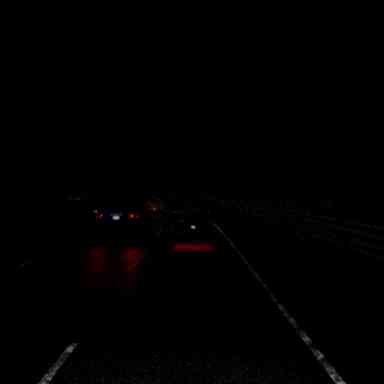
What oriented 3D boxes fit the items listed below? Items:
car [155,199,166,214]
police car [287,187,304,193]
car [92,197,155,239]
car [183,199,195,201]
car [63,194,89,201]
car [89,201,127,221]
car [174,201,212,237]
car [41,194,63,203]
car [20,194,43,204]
[{"bbox_3d":[-3.850,1.532,35.871,1.882,1.535,5.008,0,0,-1],"label":"car"},{"bbox_3d":[23.867,-0.285,77.239,1.930,1.638,5.238,0,-4,-14],"label":"police car"},{"bbox_3d":[-3.475,1.252,17.693,2.150,2.045,5.566,0,0,-1],"label":"car"},{"bbox_3d":[-0.349,1.533,35.862,1.882,1.535,5.008,0,0,-1],"label":"car"},{"bbox_3d":[-18.452,1.280,54.013,2.150,2.045,5.566,0,0,-1],"label":"car"},{"bbox_3d":[-7.185,1.593,29.070,2.033,1.411,5.357,0,0,-1],"label":"car"},{"bbox_3d":[0.023,1.509,18.202,1.882,1.535,5.008,0,0,-1],"label":"car"},{"bbox_3d":[-21.947,1.549,53.884,2.128,1.511,4.902,0,0,-1],"label":"car"},{"bbox_3d":[-25.431,1.276,53.437,2.150,2.045,5.566,0,0,-1],"label":"car"}]
